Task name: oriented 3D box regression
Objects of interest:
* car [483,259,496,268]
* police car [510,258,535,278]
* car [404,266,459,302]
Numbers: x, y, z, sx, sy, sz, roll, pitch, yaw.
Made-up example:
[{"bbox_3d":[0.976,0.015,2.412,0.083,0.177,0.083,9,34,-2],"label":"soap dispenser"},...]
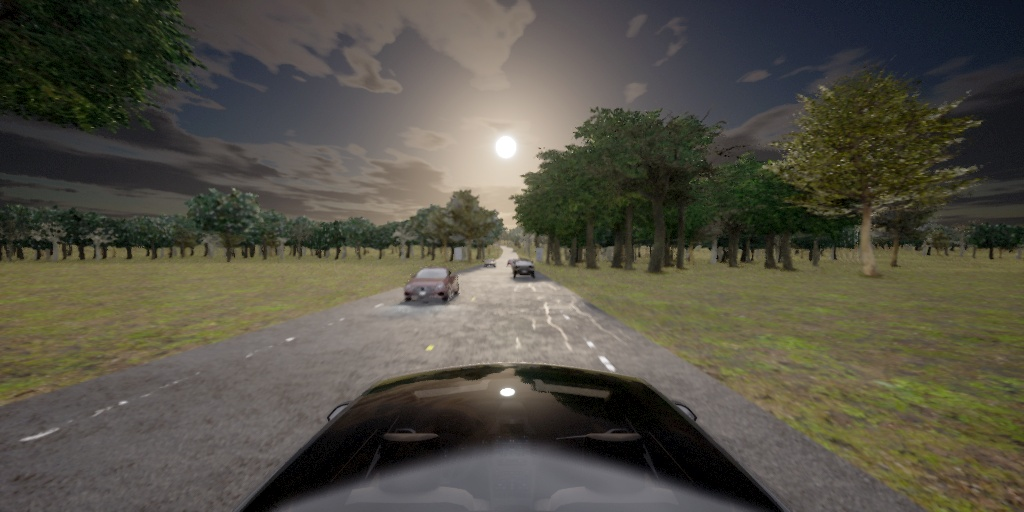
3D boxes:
[{"bbox_3d":[-3.524,1.205,58.339,2.033,1.411,5.357,0,0,1],"label":"car"},{"bbox_3d":[1.049,1.092,32.855,1.930,1.638,5.238,0,0,0],"label":"police car"},{"bbox_3d":[-3.592,1.224,16.748,1.812,1.442,4.674,0,0,0],"label":"car"}]
